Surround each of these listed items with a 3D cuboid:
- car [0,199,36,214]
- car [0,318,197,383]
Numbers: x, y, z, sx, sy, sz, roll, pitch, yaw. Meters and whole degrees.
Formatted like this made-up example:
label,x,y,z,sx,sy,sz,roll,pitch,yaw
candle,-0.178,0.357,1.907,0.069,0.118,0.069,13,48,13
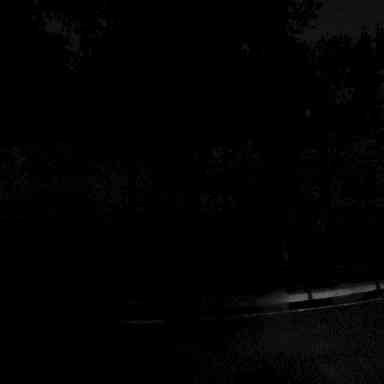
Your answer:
label,x,y,z,sx,sy,sz,roll,pitch,yaw
car,-18.666,1.503,34.160,1.837,1.490,4.892,-1,0,38
car,-2.126,1.491,1.726,4.902,1.511,2.128,0,0,-37
